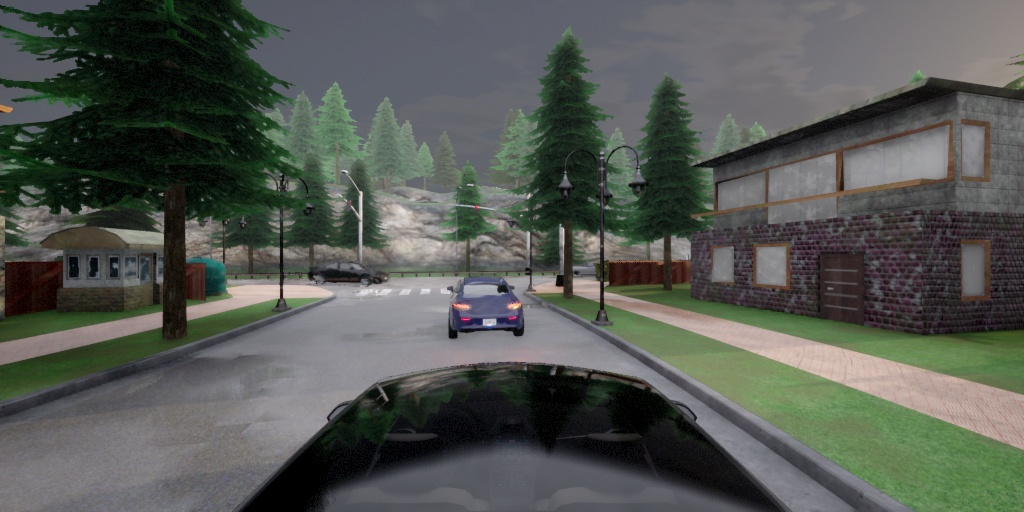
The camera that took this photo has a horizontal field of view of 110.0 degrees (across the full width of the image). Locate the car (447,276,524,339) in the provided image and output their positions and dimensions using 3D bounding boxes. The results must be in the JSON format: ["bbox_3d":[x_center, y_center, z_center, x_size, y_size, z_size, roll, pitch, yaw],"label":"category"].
[{"bbox_3d":[-0.834,1.276,10.086,1.812,1.442,4.674,0,0,-9],"label":"car"}]

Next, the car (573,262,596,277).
[{"bbox_3d":[6.873,1.194,32.218,4.718,1.301,1.895,0,0,-12],"label":"car"}]

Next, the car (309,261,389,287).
[{"bbox_3d":[-10.506,1.104,23.219,5.008,1.535,1.882,1,-1,8],"label":"car"}]
